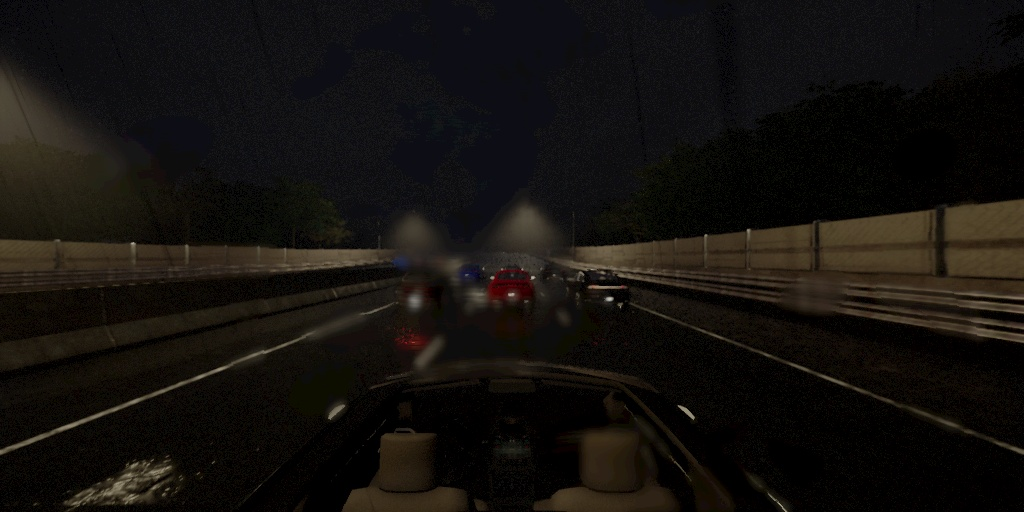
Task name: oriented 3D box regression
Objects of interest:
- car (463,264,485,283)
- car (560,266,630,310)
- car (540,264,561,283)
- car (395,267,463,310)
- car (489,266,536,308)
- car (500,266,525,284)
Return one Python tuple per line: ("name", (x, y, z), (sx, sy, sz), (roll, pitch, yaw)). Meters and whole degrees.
("car", (-3.460, 1.463, 31.078), (1.882, 1.535, 5.008), (0, 0, 0))
("car", (3.528, 1.355, 15.326), (2.128, 1.511, 4.902), (0, 0, 0))
("car", (3.539, 1.462, 31.047), (1.882, 1.535, 5.008), (0, 0, 0))
("car", (-3.472, 1.369, 15.324), (1.837, 1.490, 4.892), (0, 0, 0))
("car", (0.034, 1.346, 16.079), (1.882, 1.535, 5.008), (0, 0, 0))
("car", (0.035, 1.544, 30.264), (1.994, 1.385, 4.181), (0, 0, 0))
